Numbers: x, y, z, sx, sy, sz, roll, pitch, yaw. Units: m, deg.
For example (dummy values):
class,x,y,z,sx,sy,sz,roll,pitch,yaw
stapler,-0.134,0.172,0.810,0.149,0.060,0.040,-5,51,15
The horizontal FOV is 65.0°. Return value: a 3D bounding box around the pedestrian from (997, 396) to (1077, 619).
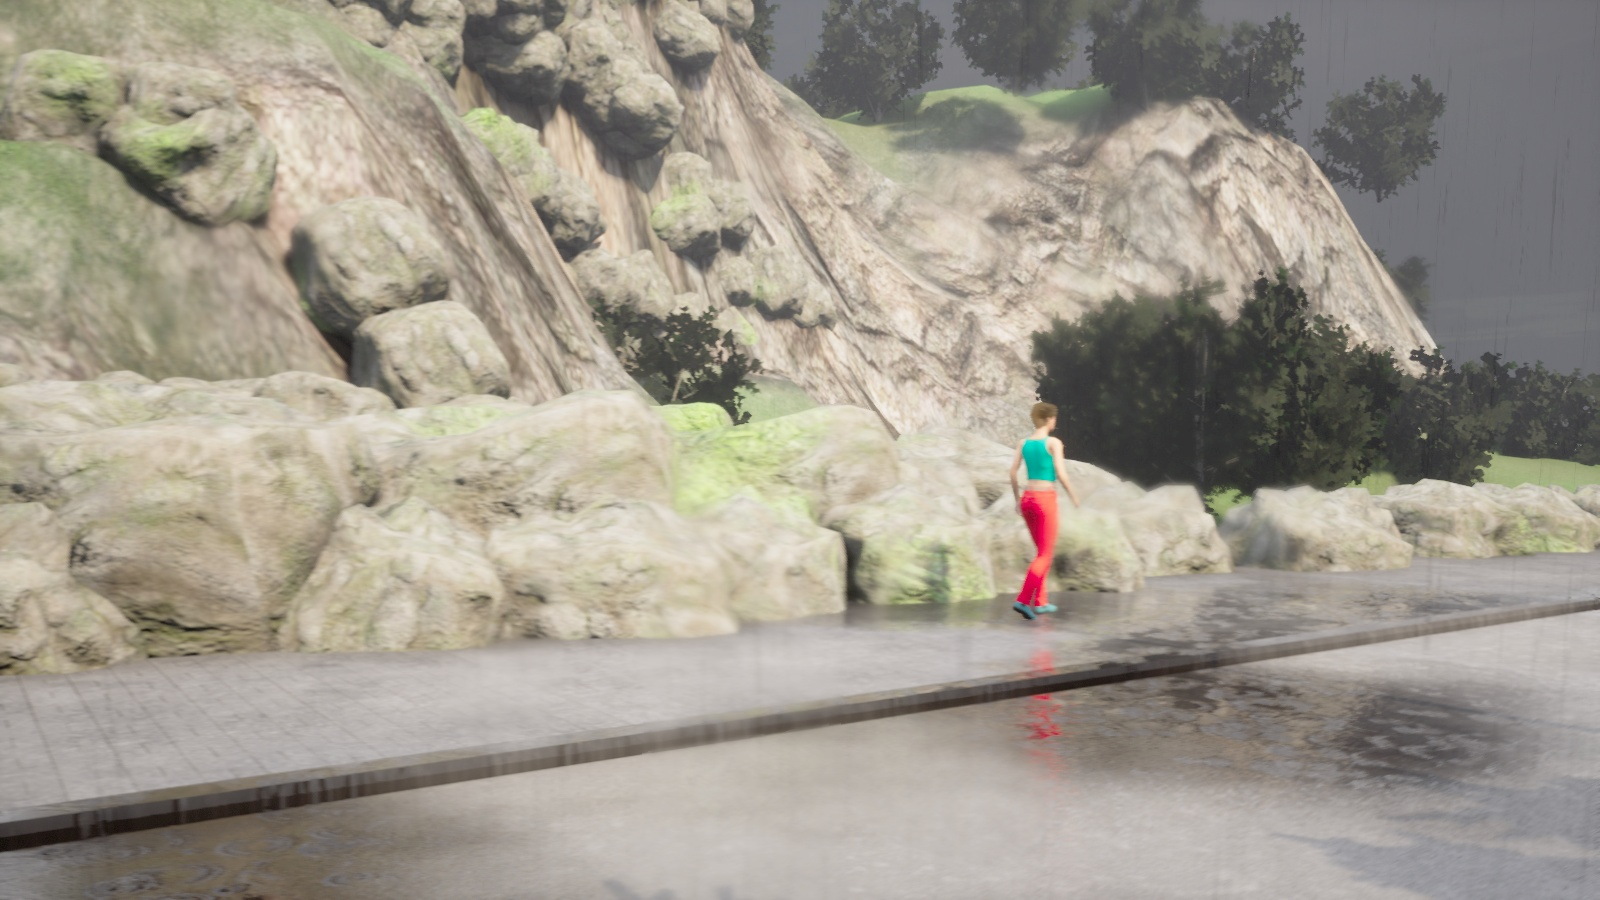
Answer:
class,x,y,z,sx,sy,sz,roll,pitch,yaw
pedestrian,2.014,0.477,10.650,0.594,1.836,0.345,0,0,-34
